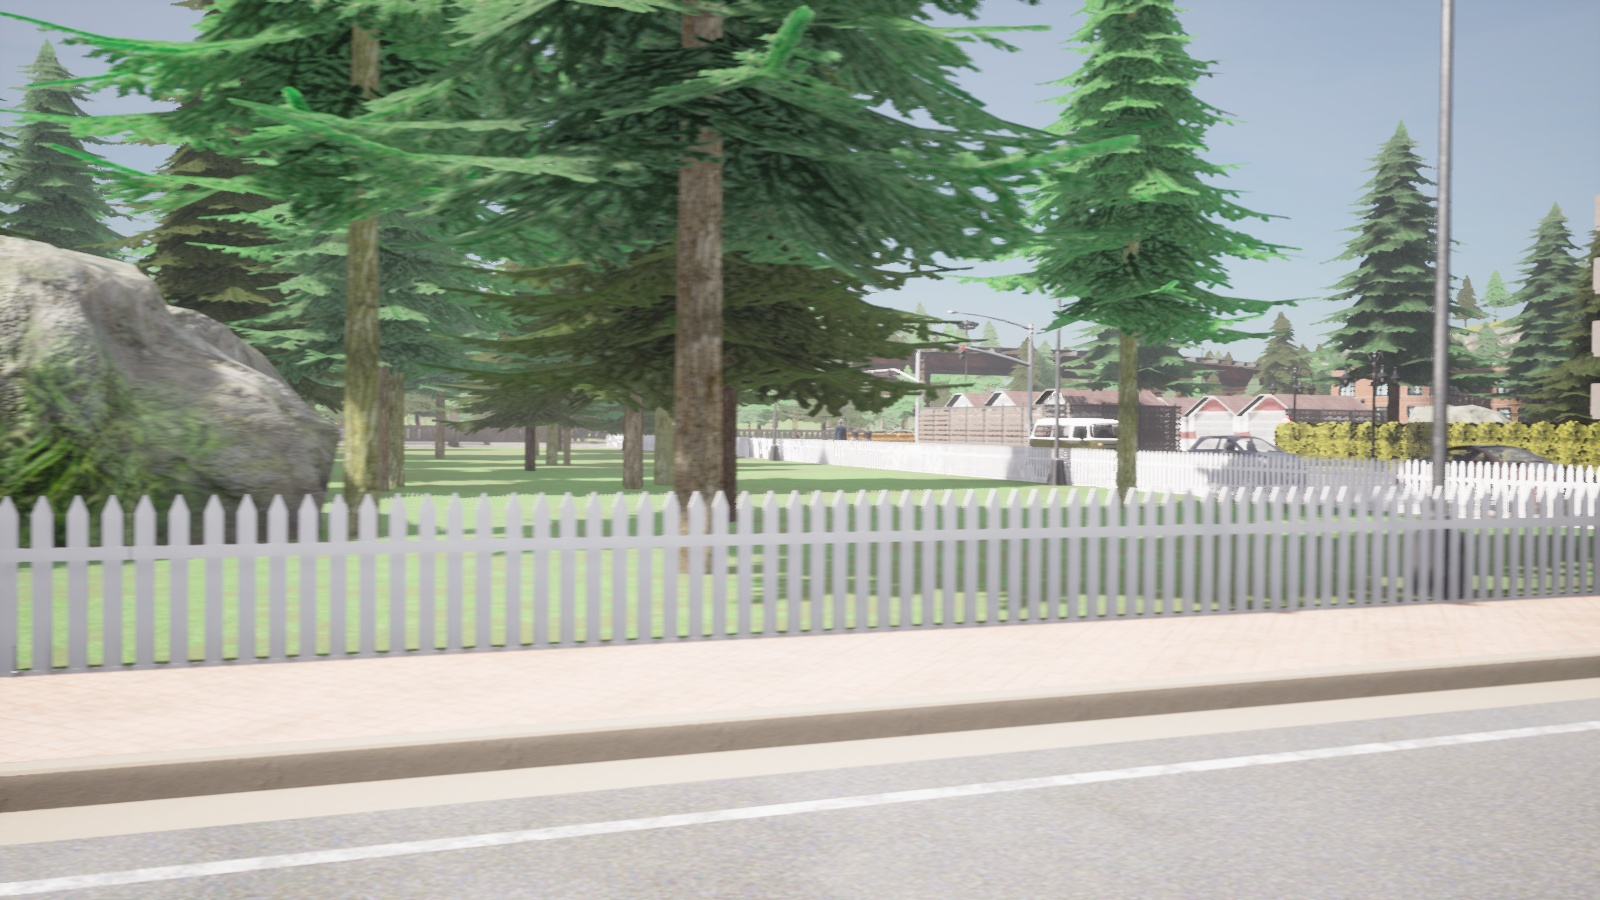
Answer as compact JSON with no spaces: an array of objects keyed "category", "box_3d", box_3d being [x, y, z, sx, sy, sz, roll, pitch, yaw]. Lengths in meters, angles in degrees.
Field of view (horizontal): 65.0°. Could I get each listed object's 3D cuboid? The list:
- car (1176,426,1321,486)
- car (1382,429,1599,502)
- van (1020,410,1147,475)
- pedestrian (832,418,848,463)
[{"category":"car","box_3d":[12.103,0.126,34.107,1.845,1.501,3.633,-1,1,-19]},{"category":"car","box_3d":[14.735,0.270,26.613,1.994,1.385,4.181,-1,1,-19]},{"category":"van","box_3d":[9.375,-0.261,41.870,2.069,2.038,4.480,-1,1,-19]},{"category":"pedestrian","box_3d":[1.653,-0.403,51.741,0.402,1.842,0.726,-1,1,-19]}]
